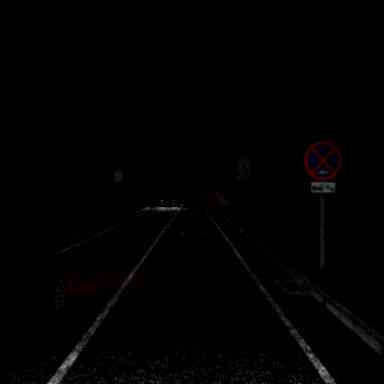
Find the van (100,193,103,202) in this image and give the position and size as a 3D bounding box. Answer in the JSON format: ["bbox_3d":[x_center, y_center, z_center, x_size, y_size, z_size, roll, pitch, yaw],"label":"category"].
[{"bbox_3d":[-21.966,1.197,70.575,4.442,1.987,1.878,0,0,0],"label":"van"}]

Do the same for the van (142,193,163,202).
[{"bbox_3d":[-8.653,1.220,73.427,4.442,1.987,1.878,0,0,0],"label":"van"}]

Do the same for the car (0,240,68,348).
[{"bbox_3d":[-3.332,1.516,4.832,1.812,1.442,4.674,0,0,0],"label":"car"}]

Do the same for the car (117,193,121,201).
[{"bbox_3d":[-21.878,1.584,87.286,4.792,1.488,2.163,0,0,0],"label":"car"}]

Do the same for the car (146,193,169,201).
[{"bbox_3d":[-8.798,1.282,84.641,5.566,2.045,2.435,0,0,0],"label":"car"}]

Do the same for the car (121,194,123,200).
[{"bbox_3d":[-21.822,1.326,90.071,5.566,2.045,2.435,0,0,0],"label":"car"}]

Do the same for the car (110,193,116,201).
[{"bbox_3d":[-21.662,1.486,78.930,5.366,1.575,1.946,0,0,0],"label":"car"}]

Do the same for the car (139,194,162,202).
[{"bbox_3d":[-8.738,1.298,70.622,4.553,1.767,2.185,0,0,0],"label":"car"}]

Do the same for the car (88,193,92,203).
[{"bbox_3d":[-21.861,1.414,62.224,4.674,1.452,2.002,0,0,0],"label":"car"}]

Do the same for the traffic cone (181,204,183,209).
[{"bbox_3d":[-1.336,1.868,41.141,0.340,0.580,0.340,0,0,0],"label":"traffic cone"}]

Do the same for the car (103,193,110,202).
[{"bbox_3d":[-21.845,1.507,76.144,4.674,1.452,2.002,0,0,0],"label":"car"}]

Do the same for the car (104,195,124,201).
[{"bbox_3d":[-21.846,1.604,92.855,5.008,1.535,2.097,0,-1,0],"label":"car"}]

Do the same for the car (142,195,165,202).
[{"bbox_3d":[-8.762,1.469,76.229,4.892,1.521,2.231,0,0,0],"label":"car"}]

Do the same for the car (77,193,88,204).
[{"bbox_3d":[-21.868,1.363,59.437,5.008,1.535,2.097,0,0,0],"label":"car"}]

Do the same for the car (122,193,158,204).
[{"bbox_3d":[-8.781,1.359,56.610,4.892,1.521,2.231,0,0,0],"label":"car"}]

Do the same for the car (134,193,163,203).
[{"bbox_3d":[-8.800,1.154,67.822,5.566,2.045,2.435,0,0,0],"label":"car"}]

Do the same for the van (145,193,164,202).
[{"bbox_3d":[-8.884,1.264,79.034,4.442,1.987,1.878,0,0,0],"label":"van"}]

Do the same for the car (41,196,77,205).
[{"bbox_3d":[-21.867,1.353,53.869,5.008,1.535,2.097,0,0,0],"label":"car"}]

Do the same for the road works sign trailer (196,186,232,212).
[{"bbox_3d":[2.405,0.991,35.993,3.560,2.880,2.380,-5,45,-44],"label":"road works sign trailer"}]

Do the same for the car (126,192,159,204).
[{"bbox_3d":[-8.811,1.113,59.412,5.566,2.045,2.435,0,0,0],"label":"car"}]

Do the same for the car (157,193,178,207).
[{"bbox_3d":[-3.282,1.250,47.343,2.097,1.767,4.553,0,0,0],"label":"car"}]

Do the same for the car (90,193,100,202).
[{"bbox_3d":[-21.821,1.279,67.793,4.553,1.767,2.185,0,0,0],"label":"car"}]
